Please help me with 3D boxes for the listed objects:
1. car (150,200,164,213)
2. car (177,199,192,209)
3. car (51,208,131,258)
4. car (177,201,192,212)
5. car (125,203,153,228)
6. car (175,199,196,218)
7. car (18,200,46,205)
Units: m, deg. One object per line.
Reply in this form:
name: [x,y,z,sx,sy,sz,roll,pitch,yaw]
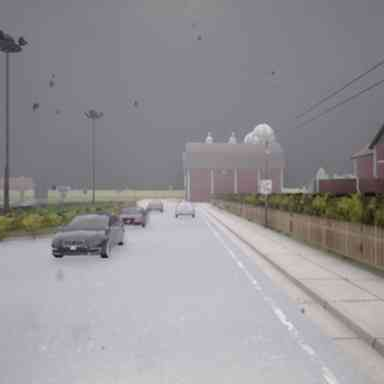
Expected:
car: [-4.393,1.770,40.438,1.812,1.442,4.674,0,0,-1]
car: [-1.123,1.786,50.605,2.128,1.511,4.902,0,0,-1]
car: [-3.865,1.584,13.134,1.837,1.490,4.892,0,-1,-1]
car: [-0.944,1.850,42.744,1.895,1.301,4.718,0,0,-1]
car: [-4.094,1.699,23.186,1.994,1.385,4.181,0,0,-1]
car: [-0.660,1.715,32.523,1.812,1.442,4.674,0,0,0]
car: [-21.531,1.815,45.129,2.033,1.411,5.357,0,0,12]
